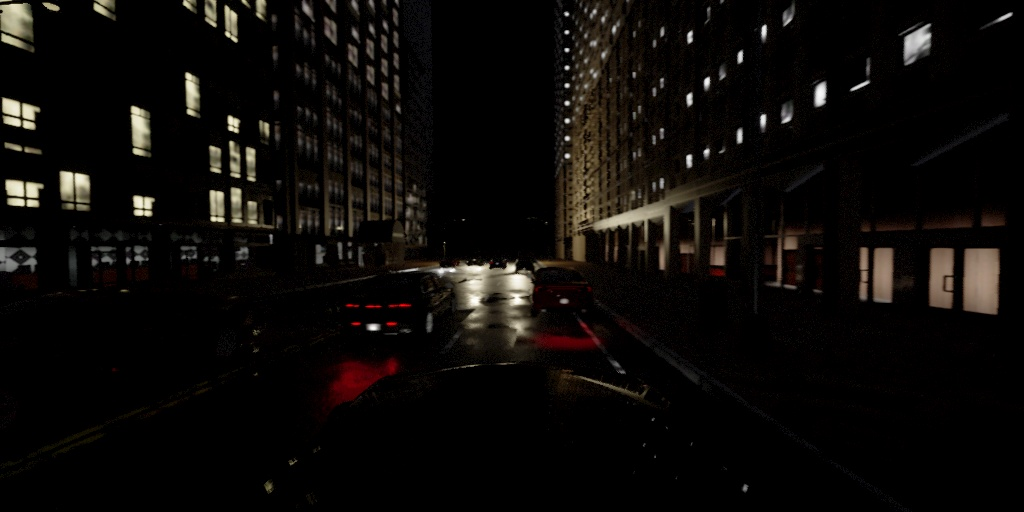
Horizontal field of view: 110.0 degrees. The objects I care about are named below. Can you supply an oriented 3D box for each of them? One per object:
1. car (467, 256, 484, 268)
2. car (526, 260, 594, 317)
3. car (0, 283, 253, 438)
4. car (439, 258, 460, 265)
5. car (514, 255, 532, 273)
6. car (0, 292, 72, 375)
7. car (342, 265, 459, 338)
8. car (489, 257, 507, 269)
[{"bbox_3d":[-4.932,0.769,48.479,1.837,1.490,4.892,0,0,2],"label":"car"},{"bbox_3d":[1.560,1.095,12.591,1.882,1.535,5.008,0,1,2],"label":"car"},{"bbox_3d":[-6.425,1.241,5.402,1.882,1.535,5.008,0,1,2],"label":"car"},{"bbox_3d":[-8.224,0.904,47.358,1.895,1.301,4.718,0,1,2],"label":"car"},{"bbox_3d":[1.217,0.876,34.848,1.837,1.490,4.892,0,1,3],"label":"car"},{"bbox_3d":[-9.700,1.400,4.725,1.895,1.301,4.718,0,1,2],"label":"car"},{"bbox_3d":[-2.821,1.190,9.917,1.837,1.490,4.892,0,1,2],"label":"car"},{"bbox_3d":[-1.670,0.853,43.818,1.994,1.385,4.181,0,1,2],"label":"car"}]
